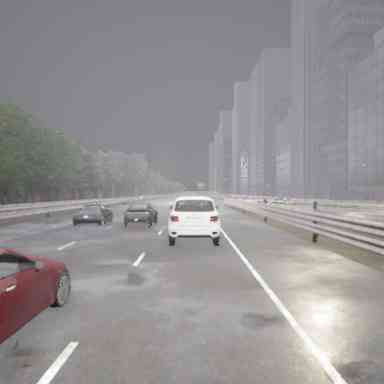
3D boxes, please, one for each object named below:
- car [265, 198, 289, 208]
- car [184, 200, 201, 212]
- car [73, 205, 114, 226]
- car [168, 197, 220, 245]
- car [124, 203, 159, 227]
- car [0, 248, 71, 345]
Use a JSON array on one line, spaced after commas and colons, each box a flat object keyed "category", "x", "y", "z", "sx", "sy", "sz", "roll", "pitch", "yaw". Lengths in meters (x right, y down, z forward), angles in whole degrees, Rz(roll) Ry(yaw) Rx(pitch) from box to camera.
[{"category": "car", "x": 12.862, "y": 1.611, "z": 50.973, "sx": 2.128, "sy": 1.511, "sz": 4.902, "roll": 0, "pitch": 0, "yaw": -16}, {"category": "car", "x": 0.080, "y": 1.631, "z": 40.131, "sx": 1.895, "sy": 1.301, "sz": 4.718, "roll": 0, "pitch": 0, "yaw": 0}, {"category": "car", "x": -6.909, "y": 1.576, "z": 23.683, "sx": 1.994, "sy": 1.385, "sz": 4.181, "roll": 0, "pitch": 0, "yaw": 0}, {"category": "car", "x": 0.093, "y": 1.227, "z": 15.725, "sx": 2.150, "sy": 2.045, "sz": 5.566, "roll": 0, "pitch": 0, "yaw": 0}, {"category": "car", "x": -3.410, "y": 1.503, "z": 22.845, "sx": 2.128, "sy": 1.511, "sz": 4.902, "roll": 0, "pitch": 0, "yaw": 0}, {"category": "car", "x": -3.403, "y": 1.527, "z": 4.946, "sx": 1.812, "sy": 1.442, "sz": 4.674, "roll": 0, "pitch": 0, "yaw": 0}]
